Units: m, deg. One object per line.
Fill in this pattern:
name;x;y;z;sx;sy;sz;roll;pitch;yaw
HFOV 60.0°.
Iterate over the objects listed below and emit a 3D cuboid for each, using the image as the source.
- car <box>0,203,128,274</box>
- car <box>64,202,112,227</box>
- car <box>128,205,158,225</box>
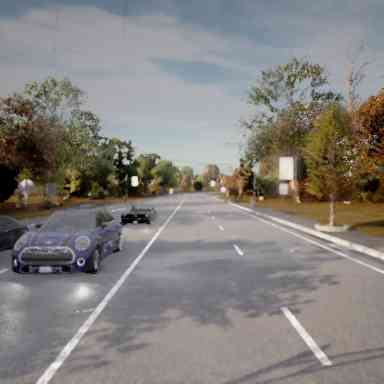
car;-3.596;1.298;10.408;2.097;1.767;4.553;0;0;0
car;-7.017;1.490;22.912;1.994;1.385;4.181;0;0;0
car;-3.517;1.547;22.885;1.895;1.301;4.718;0;0;0
